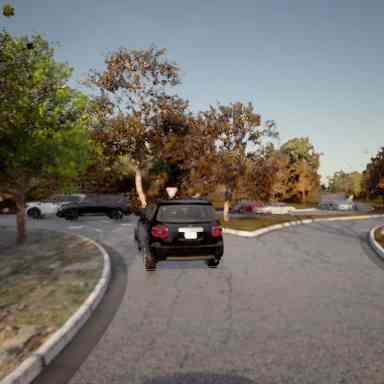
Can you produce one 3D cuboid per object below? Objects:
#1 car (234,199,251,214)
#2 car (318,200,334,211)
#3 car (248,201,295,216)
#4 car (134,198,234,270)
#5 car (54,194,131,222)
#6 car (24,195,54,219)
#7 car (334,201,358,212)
[{"bbox_3d":[5.909,1.515,36.960,4.553,1.767,2.097,1,-1,-34],"label":"car"},{"bbox_3d":[20.302,1.961,49.787,1.837,1.490,4.892,1,-1,35],"label":"car"},{"bbox_3d":[8.529,1.788,34.725,4.718,1.301,1.895,1,-1,-34],"label":"car"},{"bbox_3d":[-0.650,1.219,11.255,2.150,2.045,5.566,0,0,-13],"label":"car"},{"bbox_3d":[-7.568,1.201,26.042,5.566,2.045,2.150,0,0,-20],"label":"car"},{"bbox_3d":[-11.200,1.190,28.049,5.566,2.045,2.150,0,1,-10],"label":"car"},{"bbox_3d":[21.686,1.970,46.271,1.812,1.442,4.674,0,0,38],"label":"car"}]
